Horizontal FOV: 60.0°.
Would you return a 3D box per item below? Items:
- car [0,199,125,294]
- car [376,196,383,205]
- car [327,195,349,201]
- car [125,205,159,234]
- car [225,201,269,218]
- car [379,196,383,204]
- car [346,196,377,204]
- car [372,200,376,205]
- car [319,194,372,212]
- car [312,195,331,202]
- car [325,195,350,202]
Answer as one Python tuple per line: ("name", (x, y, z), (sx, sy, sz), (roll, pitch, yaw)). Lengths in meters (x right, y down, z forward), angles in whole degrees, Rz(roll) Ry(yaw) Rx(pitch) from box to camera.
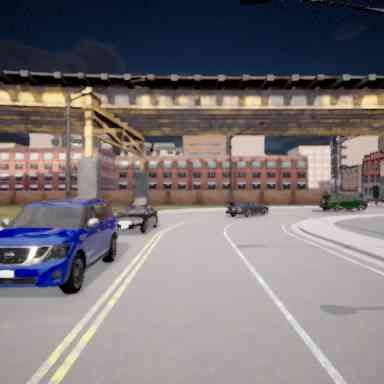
("car", (-3.575, 1.232, 9.187), (2.150, 2.045, 5.566), (0, 0, 0))
("car", (32.416, 1.518, 55.582), (2.038, 1.542, 4.974), (0, 0, 31))
("car", (33.891, 1.386, 77.305), (1.853, 1.218, 4.536), (0, 0, -34))
("car", (-3.217, 1.515, 19.641), (2.128, 1.511, 4.902), (0, 0, 6))
("car", (5.251, 1.584, 31.106), (2.033, 1.411, 5.357), (0, 0, 40))
("car", (32.442, 1.360, 55.627), (1.853, 1.218, 4.536), (0, 0, 31))
("car", (29.354, 1.363, 57.796), (1.853, 1.218, 4.536), (0, 0, -29))
("car", (29.379, 1.520, 57.750), (2.038, 1.542, 4.974), (0, 0, -29))
("car", (17.479, 1.268, 38.518), (5.566, 2.045, 2.150), (0, 0, -17))
("car", (29.854, 1.542, 76.609), (4.974, 1.542, 2.038), (0, 0, -39))
("car", (33.862, 1.543, 77.347), (2.038, 1.542, 4.974), (0, 0, -34))
